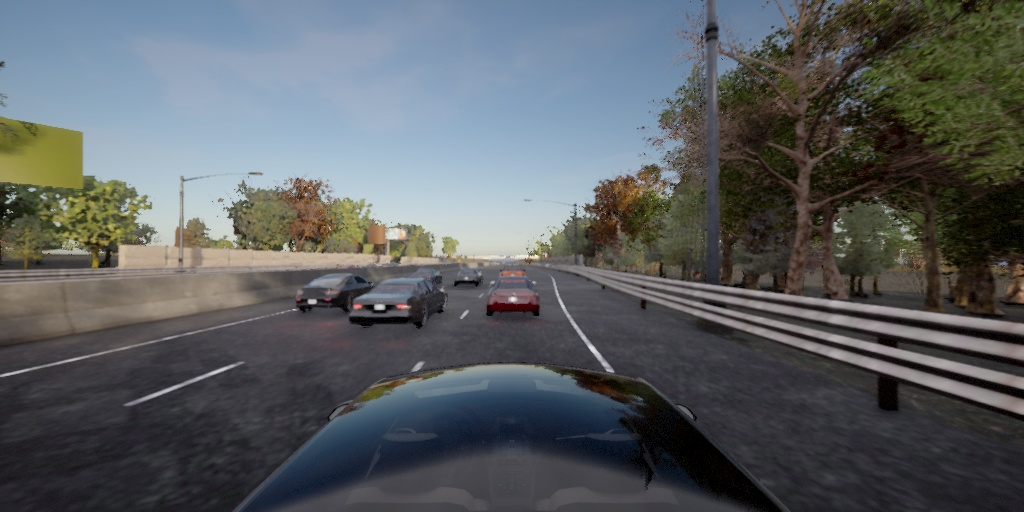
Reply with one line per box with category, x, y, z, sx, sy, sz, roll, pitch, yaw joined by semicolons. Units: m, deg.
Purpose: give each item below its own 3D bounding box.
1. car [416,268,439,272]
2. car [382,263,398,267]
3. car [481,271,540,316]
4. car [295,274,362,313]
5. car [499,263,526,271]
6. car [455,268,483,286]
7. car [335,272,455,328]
car;-6.943;1.691;29.338;1.994;1.385;4.181;0;-1;0
car;-21.007;1.951;61.901;2.097;1.767;4.553;0;-1;1
car;0.052;1.485;14.379;1.994;1.385;4.181;0;-1;1
car;-6.946;1.451;14.813;1.812;1.442;4.674;0;-1;0
car;0.053;1.473;29.035;2.097;1.767;4.553;0;-1;0
car;-3.446;1.688;29.186;1.994;1.385;4.181;0;-1;0
car;-3.469;1.435;11.965;2.033;1.411;5.357;0;-1;1
